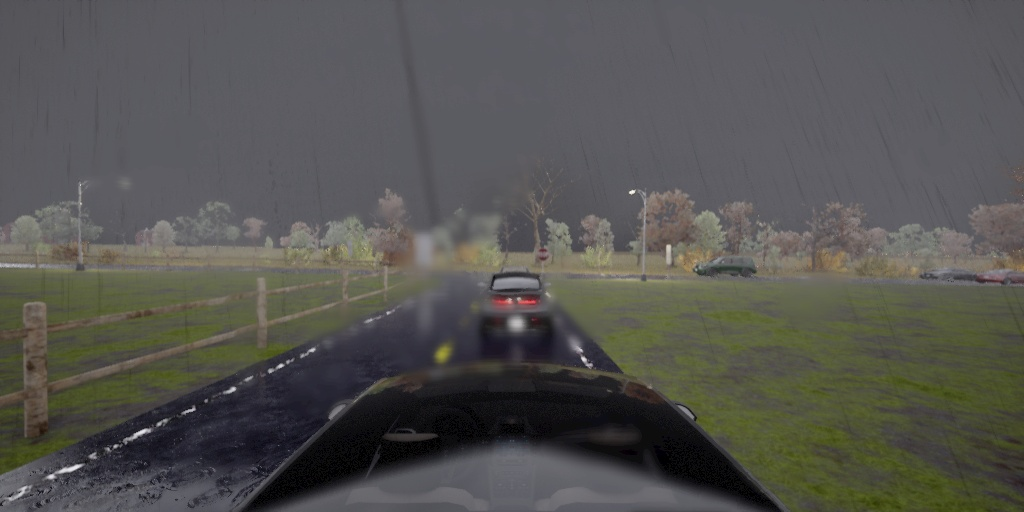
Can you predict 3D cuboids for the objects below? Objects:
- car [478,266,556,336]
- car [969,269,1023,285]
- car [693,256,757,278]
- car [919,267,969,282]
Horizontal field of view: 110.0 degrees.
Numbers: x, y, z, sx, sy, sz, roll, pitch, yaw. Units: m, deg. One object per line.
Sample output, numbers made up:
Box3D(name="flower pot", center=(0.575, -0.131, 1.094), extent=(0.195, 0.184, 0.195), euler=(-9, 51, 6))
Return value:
Box3D(name="car", center=(0.115, 1.179, 10.086), extent=(1.837, 1.490, 4.892), euler=(0, 0, 0))
Box3D(name="car", center=(44.571, 1.879, 32.111), extent=(4.181, 1.385, 1.994), euler=(1, 1, 2))
Box3D(name="car", center=(20.814, 1.050, 35.092), extent=(5.566, 2.045, 2.150), euler=(1, 1, 0))
Box3D(name="car", center=(42.630, 1.777, 34.975), extent=(4.181, 1.385, 1.994), euler=(1, 1, 1))
